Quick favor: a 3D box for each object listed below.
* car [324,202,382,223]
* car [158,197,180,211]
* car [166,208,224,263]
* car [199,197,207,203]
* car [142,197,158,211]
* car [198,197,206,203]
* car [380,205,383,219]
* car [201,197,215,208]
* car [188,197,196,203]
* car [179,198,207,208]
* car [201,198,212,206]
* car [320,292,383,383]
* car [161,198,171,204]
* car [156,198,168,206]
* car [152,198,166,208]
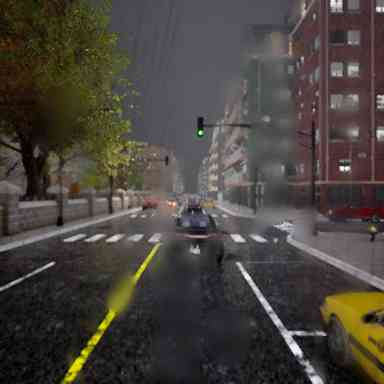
[{"bbox_3d":[14.609,1.767,29.797,5.009,1.841,2.192,1,-1,0],"label":"car"},{"bbox_3d":[-3.092,1.631,45.801,2.097,1.767,4.553,0,0,0],"label":"car"},{"bbox_3d":[0.097,1.565,12.335,2.128,1.511,4.902,0,0,0],"label":"car"},{"bbox_3d":[2.671,2.088,85.114,1.887,1.381,4.507,0,0,0],"label":"car"},{"bbox_3d":[-5.703,1.598,46.368,2.192,1.841,5.009,0,0,0],"label":"car"},{"bbox_3d":[2.669,2.127,90.649,1.887,1.381,4.507,0,0,0],"label":"car"},{"bbox_3d":[18.604,2.023,27.202,4.892,1.490,1.837,1,0,0],"label":"car"},{"bbox_3d":[2.677,1.846,52.074,1.752,1.417,4.829,0,0,0],"label":"car"},{"bbox_3d":[-0.016,1.988,82.104,1.994,1.385,4.181,0,0,0],"label":"car"},{"bbox_3d":[0.094,1.696,34.092,2.128,1.511,4.902,0,0,0],"label":"car"},{"bbox_3d":[2.675,1.944,62.974,2.008,1.369,4.403,0,0,0],"label":"car"},{"bbox_3d":[2.687,1.544,2.974,1.752,1.417,4.829,0,0,0],"label":"car"},{"bbox_3d":[-5.708,2.050,74.041,1.802,1.307,4.206,0,0,0],"label":"car"},{"bbox_3d":[-5.706,1.938,62.972,1.887,1.381,4.507,0,0,0],"label":"car"},{"bbox_3d":[-5.705,1.796,57.437,1.967,1.590,4.097,0,0,0],"label":"car"}]
